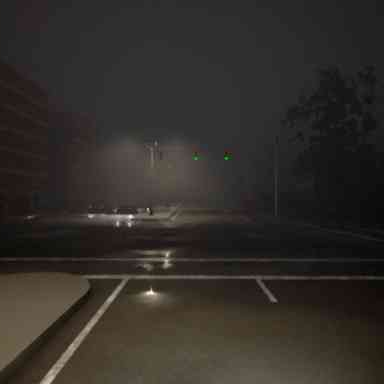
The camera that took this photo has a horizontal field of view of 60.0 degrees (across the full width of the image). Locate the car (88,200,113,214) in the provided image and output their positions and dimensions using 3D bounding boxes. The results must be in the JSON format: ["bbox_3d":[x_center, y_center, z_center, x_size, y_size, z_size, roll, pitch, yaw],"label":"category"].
[{"bbox_3d":[-11.603,1.793,42.288,2.097,1.767,4.553,0,-1,0],"label":"car"}]

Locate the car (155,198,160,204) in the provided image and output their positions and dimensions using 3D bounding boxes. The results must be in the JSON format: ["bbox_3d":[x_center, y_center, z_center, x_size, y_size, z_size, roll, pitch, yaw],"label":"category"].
[{"bbox_3d":[-8.034,2.164,73.289,1.812,1.442,4.674,0,-1,0],"label":"car"}]

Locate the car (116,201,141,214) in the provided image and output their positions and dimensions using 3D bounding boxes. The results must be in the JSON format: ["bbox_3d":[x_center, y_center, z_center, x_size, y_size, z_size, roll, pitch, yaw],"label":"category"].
[{"bbox_3d":[-8.104,2.036,41.737,1.895,1.301,4.718,0,-1,1],"label":"car"}]

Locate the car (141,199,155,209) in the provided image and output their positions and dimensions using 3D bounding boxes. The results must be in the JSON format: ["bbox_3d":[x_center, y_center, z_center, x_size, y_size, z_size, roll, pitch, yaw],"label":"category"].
[{"bbox_3d":[-8.069,2.132,58.135,1.812,1.442,4.674,0,-1,1],"label":"car"}]

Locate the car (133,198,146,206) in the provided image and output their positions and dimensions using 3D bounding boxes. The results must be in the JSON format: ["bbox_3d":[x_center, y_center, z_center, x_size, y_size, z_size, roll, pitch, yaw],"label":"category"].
[{"bbox_3d":[-11.534,2.169,73.704,2.128,1.511,4.902,0,-1,0],"label":"car"}]

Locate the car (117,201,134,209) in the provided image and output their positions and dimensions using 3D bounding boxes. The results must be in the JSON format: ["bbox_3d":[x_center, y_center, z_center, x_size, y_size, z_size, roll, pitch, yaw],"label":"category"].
[{"bbox_3d":[-11.568,2.208,58.284,1.895,1.301,4.718,0,-1,1],"label":"car"}]
